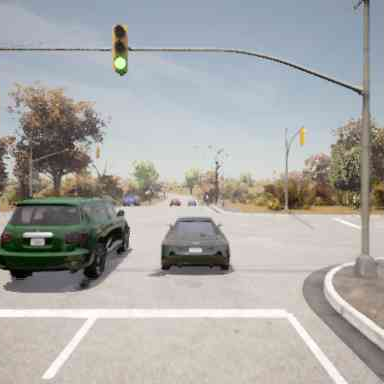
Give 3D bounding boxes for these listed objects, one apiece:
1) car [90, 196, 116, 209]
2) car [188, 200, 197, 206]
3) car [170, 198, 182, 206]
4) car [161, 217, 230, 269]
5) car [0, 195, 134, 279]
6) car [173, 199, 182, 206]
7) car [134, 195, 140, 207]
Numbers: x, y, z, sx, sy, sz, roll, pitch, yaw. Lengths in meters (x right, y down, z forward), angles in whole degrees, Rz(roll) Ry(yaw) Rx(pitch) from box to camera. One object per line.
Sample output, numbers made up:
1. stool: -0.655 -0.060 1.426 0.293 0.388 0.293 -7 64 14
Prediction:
1. car: -10.568 1.250 39.816 1.837 1.490 4.892 0 -1 0
2. car: 0.038 2.261 68.428 2.033 1.411 5.357 0 -2 0
3. car: -3.462 2.083 68.824 2.097 1.767 4.553 0 -2 0
4. car: 0.098 1.487 10.890 1.994 1.385 4.181 0 1 0
5. car: -3.402 1.156 10.030 2.150 2.045 5.566 0 1 0
6. car: -3.456 2.438 78.870 1.882 1.535 5.008 0 -2 0
7. car: -10.501 1.543 58.114 2.150 2.045 5.566 0 -3 1
